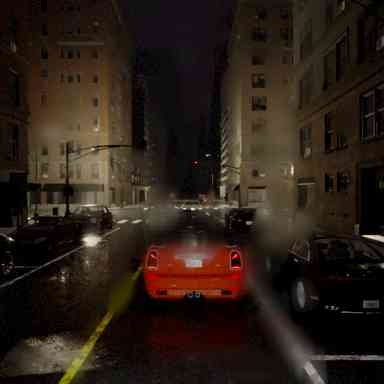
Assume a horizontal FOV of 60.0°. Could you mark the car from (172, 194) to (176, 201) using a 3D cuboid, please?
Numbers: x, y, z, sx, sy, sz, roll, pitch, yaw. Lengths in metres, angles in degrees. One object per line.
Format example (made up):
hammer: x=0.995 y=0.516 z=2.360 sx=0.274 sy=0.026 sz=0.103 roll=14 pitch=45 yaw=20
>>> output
car: x=-5.685 y=1.626 z=82.441 sx=1.752 sy=1.417 sz=4.829 roll=0 pitch=0 yaw=0

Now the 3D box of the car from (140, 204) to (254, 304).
car: x=0.053 y=1.352 z=8.334 sx=2.097 sy=1.767 sz=4.553 roll=0 pitch=0 yaw=0

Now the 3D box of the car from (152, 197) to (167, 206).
car: x=-5.701 y=1.618 z=55.569 sx=1.802 sy=1.307 sz=4.206 roll=0 pitch=0 yaw=0

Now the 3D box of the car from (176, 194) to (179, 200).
car: x=-5.679 y=1.457 z=93.429 sx=2.192 sy=1.841 sz=5.009 roll=0 pitch=0 yaw=0

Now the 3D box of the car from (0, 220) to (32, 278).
car: x=-5.678 y=1.565 z=7.463 sx=1.947 sy=1.339 sz=4.313 roll=0 pitch=0 yaw=0

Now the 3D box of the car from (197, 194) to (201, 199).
car: x=2.836 y=1.524 z=77.202 sx=1.967 sy=1.590 sz=4.097 roll=0 pitch=0 yaw=0

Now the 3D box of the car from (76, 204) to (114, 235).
car: x=-5.691 y=1.441 z=18.466 sx=1.967 sy=1.590 sz=4.097 roll=0 pitch=0 yaw=0

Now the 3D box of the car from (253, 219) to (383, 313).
car: x=2.847 y=1.551 z=7.473 sx=2.008 sy=1.369 sz=4.403 roll=0 pitch=0 yaw=0

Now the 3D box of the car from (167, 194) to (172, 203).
car: x=-5.694 y=1.606 z=66.385 sx=2.008 sy=1.369 sz=4.403 roll=0 pitch=0 yaw=0

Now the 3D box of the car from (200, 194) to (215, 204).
car: x=2.823 y=1.476 z=55.566 sx=1.967 sy=1.590 sz=4.097 roll=0 pitch=0 yaw=0

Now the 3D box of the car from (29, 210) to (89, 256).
car: x=-5.685 y=1.582 z=12.964 sx=1.802 sy=1.307 sz=4.206 roll=0 pitch=0 yaw=0

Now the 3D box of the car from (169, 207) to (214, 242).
car: x=-0.016 y=1.564 z=16.988 sx=1.994 sy=1.385 sz=4.181 roll=0 pitch=0 yaw=0

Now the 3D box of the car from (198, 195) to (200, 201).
car: x=2.831 y=1.607 z=66.383 sx=2.008 sy=1.369 sz=4.403 roll=0 pitch=0 yaw=0

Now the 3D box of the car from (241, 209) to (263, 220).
car: x=2.834 y=1.567 z=18.475 sx=1.947 sy=1.339 sz=4.313 roll=0 pitch=0 yaw=0

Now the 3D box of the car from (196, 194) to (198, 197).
car: x=2.843 y=1.561 z=88.019 sx=1.967 sy=1.590 sz=4.097 roll=0 pitch=0 yaw=0
